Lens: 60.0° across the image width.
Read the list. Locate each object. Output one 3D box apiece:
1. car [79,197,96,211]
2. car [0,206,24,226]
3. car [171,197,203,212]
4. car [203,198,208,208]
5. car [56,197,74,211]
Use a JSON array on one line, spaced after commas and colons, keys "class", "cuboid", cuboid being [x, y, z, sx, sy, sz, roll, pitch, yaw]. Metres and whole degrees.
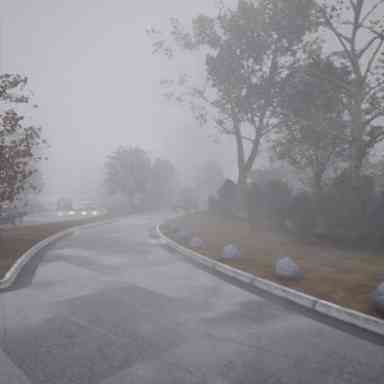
[{"class": "car", "cuboid": [-15.941, 1.776, 50.758, 2.150, 2.045, 5.566, 0, 0, -21]}, {"class": "car", "cuboid": [-13.803, 1.747, 23.029, 1.837, 1.490, 4.892, 0, -1, 8]}, {"class": "car", "cuboid": [-0.872, 1.611, 44.842, 2.150, 2.045, 5.566, 0, 0, 21]}, {"class": "car", "cuboid": [3.090, 1.770, 54.738, 2.128, 1.511, 4.902, 0, 1, 23]}, {"class": "car", "cuboid": [-19.199, 1.790, 50.236, 2.150, 2.045, 5.566, 0, 0, -22]}]
